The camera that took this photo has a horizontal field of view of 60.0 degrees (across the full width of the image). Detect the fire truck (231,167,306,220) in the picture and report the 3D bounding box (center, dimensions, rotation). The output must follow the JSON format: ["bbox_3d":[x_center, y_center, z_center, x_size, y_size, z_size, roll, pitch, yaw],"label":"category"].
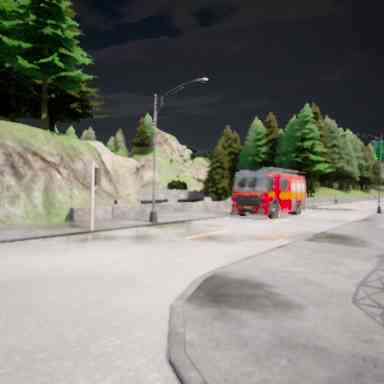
[{"bbox_3d":[6.431,0.049,26.756,2.891,3.827,8.468,2,1,37],"label":"fire truck"}]
